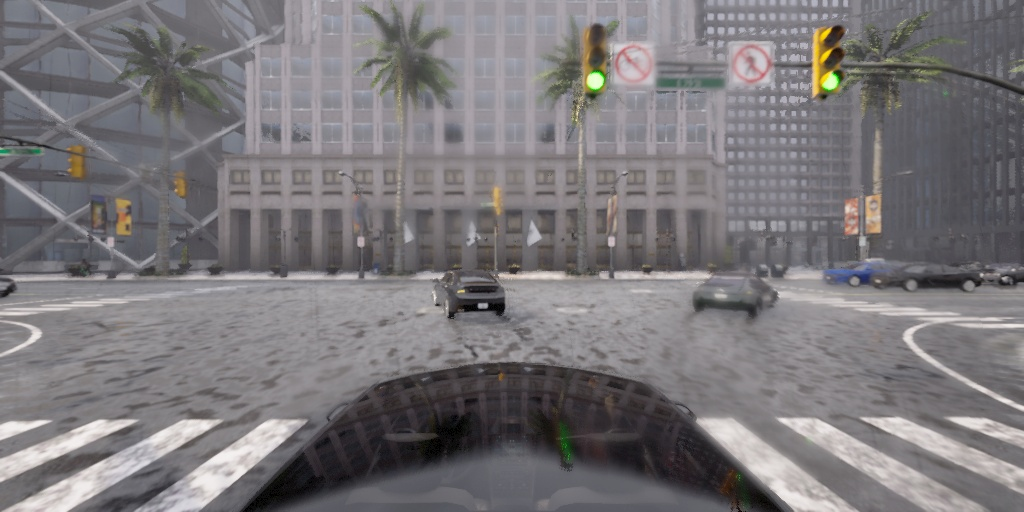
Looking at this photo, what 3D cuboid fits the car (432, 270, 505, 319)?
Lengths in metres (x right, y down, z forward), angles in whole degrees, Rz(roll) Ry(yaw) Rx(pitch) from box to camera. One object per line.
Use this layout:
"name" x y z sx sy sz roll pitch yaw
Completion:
"car" -1.697 1.241 13.003 1.837 1.490 4.892 1 0 -20

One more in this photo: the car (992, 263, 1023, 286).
"car" 33.011 1.187 23.707 4.902 1.511 2.128 0 0 0

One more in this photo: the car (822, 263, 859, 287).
"car" 23.438 1.180 23.735 5.008 1.535 1.882 0 0 0

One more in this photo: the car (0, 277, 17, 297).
"car" -25.953 1.242 16.350 4.902 1.511 2.128 0 0 -4

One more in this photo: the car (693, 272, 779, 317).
"car" 8.311 1.292 13.294 1.994 1.385 4.181 0 0 44

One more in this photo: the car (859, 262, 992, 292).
"car" 23.178 1.185 20.236 5.008 1.535 1.882 0 0 0

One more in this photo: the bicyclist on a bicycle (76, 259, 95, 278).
"bicyclist on a bicycle" -35.757 1.041 30.055 0.582 1.620 1.656 0 0 -12
